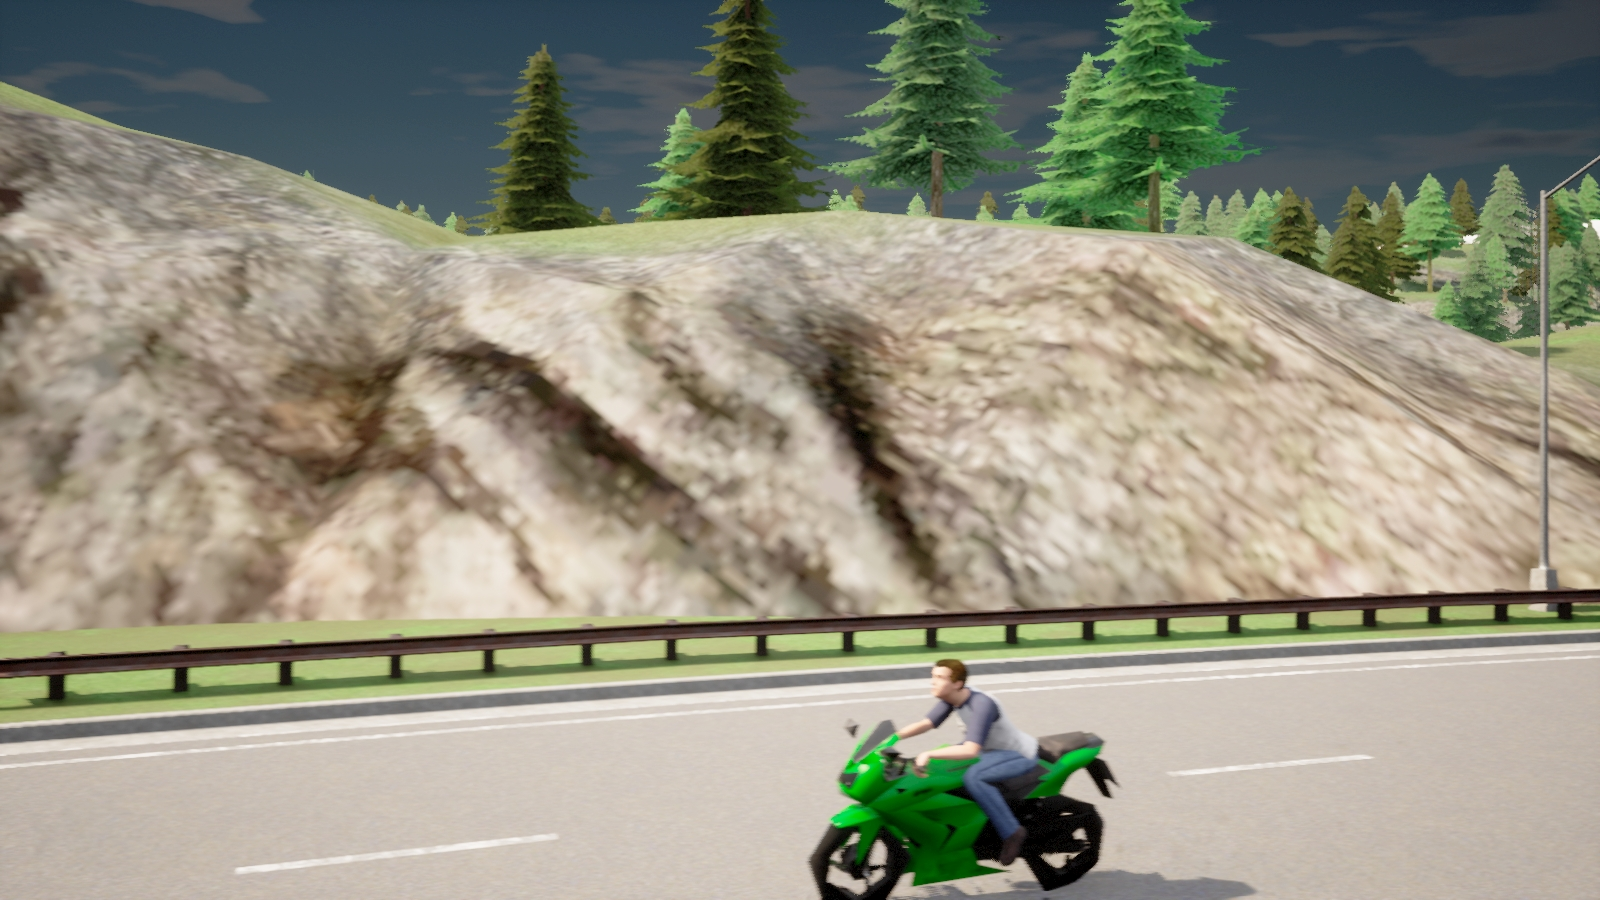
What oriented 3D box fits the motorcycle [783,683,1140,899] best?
[{"bbox_3d":[0.986,2.185,7.075,2.033,1.199,0.803,0,1,-18],"label":"motorcycle"}]
